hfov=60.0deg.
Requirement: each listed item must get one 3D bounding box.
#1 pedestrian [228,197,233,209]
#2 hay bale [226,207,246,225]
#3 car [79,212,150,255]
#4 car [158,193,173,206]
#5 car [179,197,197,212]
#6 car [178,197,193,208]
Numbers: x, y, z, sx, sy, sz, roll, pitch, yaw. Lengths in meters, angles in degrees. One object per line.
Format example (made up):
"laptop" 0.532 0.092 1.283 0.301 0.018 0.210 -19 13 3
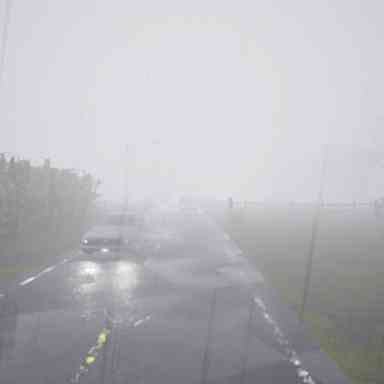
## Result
"pedestrian" 2.766 1.256 24.065 0.375 1.860 0.375 0 0 -2
"hay bale" 3.076 1.635 23.247 1.220 1.180 1.240 0 0 -1
"car" -2.858 1.535 13.591 2.033 1.411 5.357 0 0 0
"car" -4.271 1.199 54.447 2.150 2.045 5.566 0 0 -4
"car" -0.427 1.574 38.014 1.895 1.301 4.718 0 0 -2
"car" -0.991 1.481 48.320 1.837 1.490 4.892 0 0 -4
